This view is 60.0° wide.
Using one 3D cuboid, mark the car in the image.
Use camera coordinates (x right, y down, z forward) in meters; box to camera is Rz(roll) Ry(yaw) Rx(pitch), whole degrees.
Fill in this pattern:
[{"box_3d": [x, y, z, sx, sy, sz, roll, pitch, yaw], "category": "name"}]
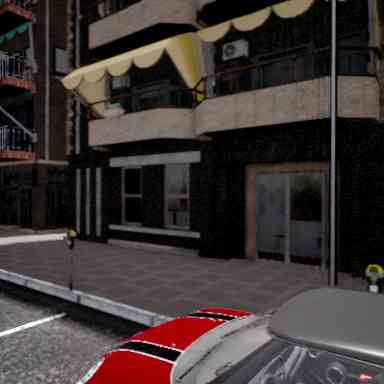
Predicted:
[{"box_3d": [0.949, 1.439, 2.199, 4.097, 1.590, 1.967, 0, 0, 36], "category": "car"}]
